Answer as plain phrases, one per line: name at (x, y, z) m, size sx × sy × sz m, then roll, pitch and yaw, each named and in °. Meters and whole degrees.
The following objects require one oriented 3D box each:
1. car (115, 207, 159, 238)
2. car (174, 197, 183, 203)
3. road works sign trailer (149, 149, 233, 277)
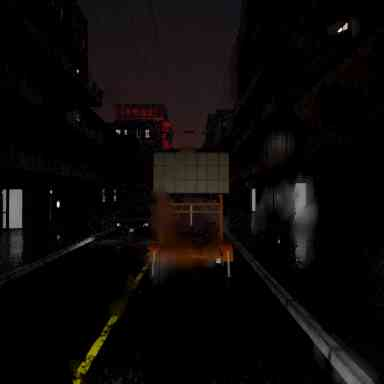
car at (-2.891, 1.559, 18.184) m, size 1.812 × 1.442 × 4.674 m, roll 0°, pitch 0°, yaw 0°
car at (-2.902, 1.765, 70.924) m, size 1.882 × 1.535 × 5.008 m, roll 0°, pitch 0°, yaw 0°
road works sign trailer at (-0.022, 0.477, 10.257) m, size 2.380 × 3.560 × 2.880 m, roll 0°, pitch 0°, yaw 0°
